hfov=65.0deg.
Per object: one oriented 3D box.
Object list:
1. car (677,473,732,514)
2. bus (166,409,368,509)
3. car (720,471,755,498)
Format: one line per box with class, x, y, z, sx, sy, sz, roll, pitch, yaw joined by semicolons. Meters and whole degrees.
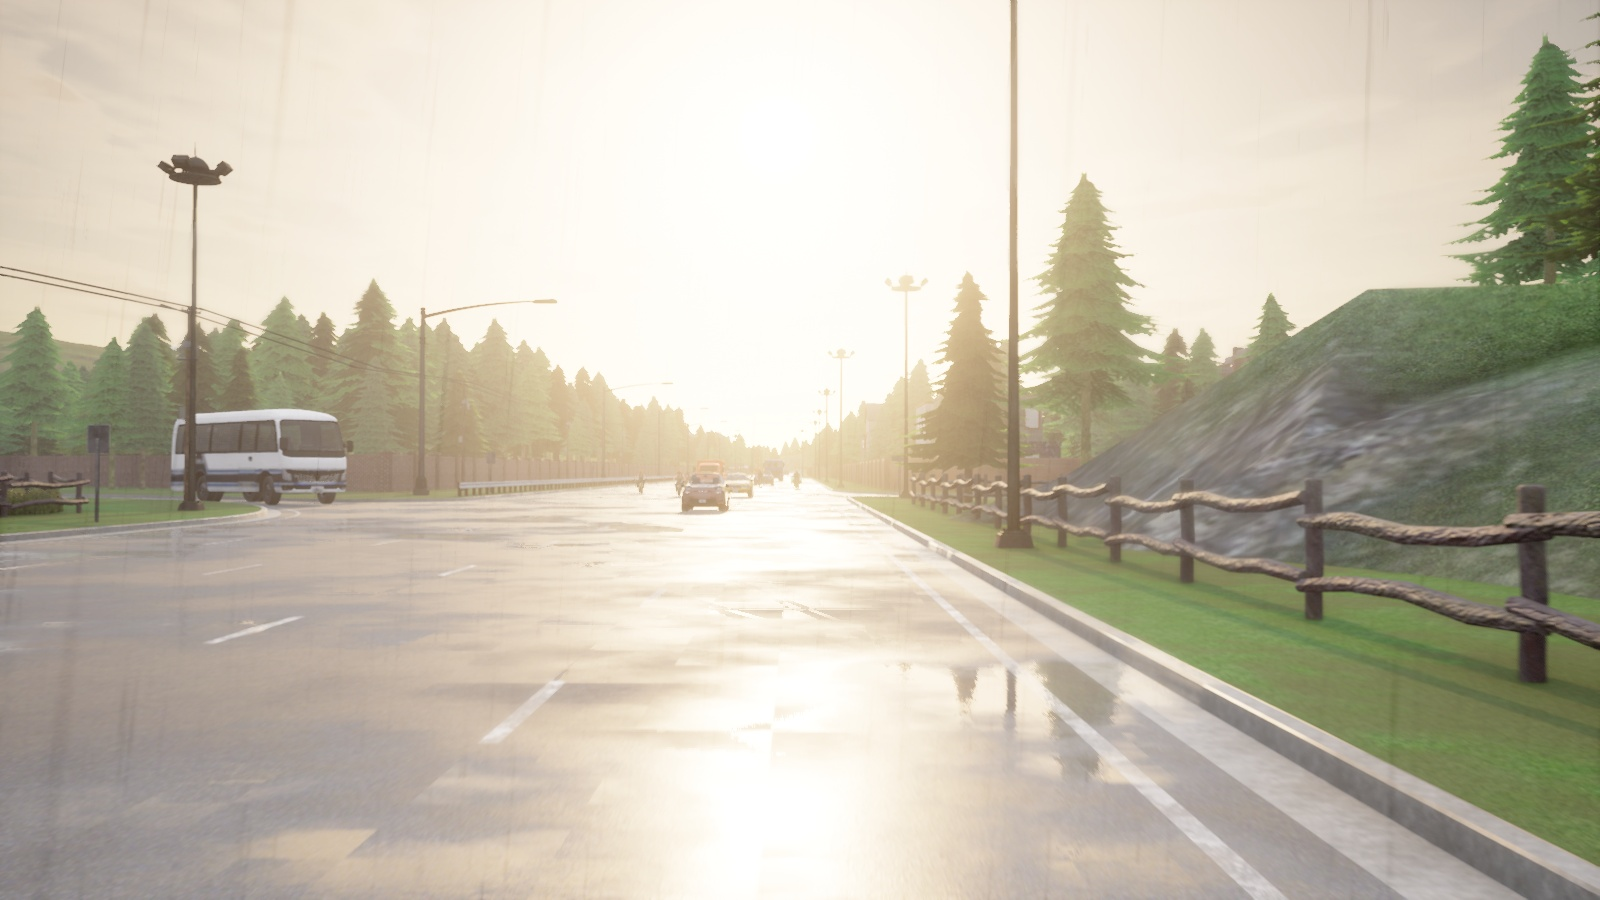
car;-3.620;1.650;48.303;1.845;1.501;3.633;0;-1;0
bus;-24.586;0.500;57.647;10.273;4.253;3.944;-1;-1;37
car;-3.685;2.013;74.530;1.801;1.575;5.366;0;-1;0
